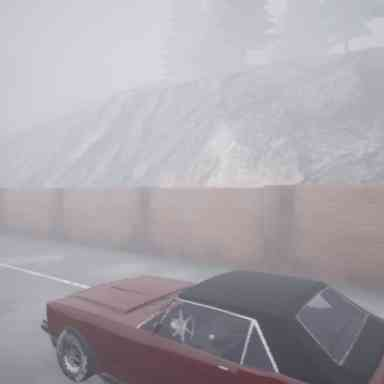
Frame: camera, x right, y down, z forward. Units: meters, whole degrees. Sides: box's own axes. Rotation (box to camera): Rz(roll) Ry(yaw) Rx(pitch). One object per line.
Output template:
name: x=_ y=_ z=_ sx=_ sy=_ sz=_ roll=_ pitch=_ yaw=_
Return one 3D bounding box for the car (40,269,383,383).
car: x=0.354 y=1.600 z=3.727 sx=4.718 sy=1.301 sz=1.895 roll=0 pitch=0 yaw=36
